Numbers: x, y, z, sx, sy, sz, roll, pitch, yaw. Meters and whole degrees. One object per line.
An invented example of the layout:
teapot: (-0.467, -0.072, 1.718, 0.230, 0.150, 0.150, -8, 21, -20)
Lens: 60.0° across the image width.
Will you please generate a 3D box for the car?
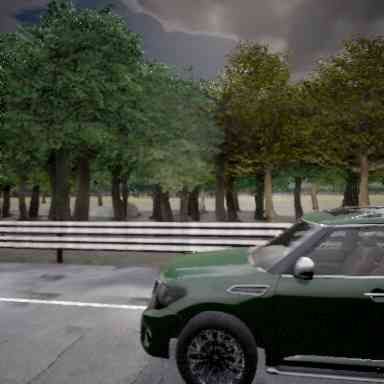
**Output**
car: (2.172, 1.228, 4.287, 5.566, 2.045, 2.150, -1, 0, 12)
